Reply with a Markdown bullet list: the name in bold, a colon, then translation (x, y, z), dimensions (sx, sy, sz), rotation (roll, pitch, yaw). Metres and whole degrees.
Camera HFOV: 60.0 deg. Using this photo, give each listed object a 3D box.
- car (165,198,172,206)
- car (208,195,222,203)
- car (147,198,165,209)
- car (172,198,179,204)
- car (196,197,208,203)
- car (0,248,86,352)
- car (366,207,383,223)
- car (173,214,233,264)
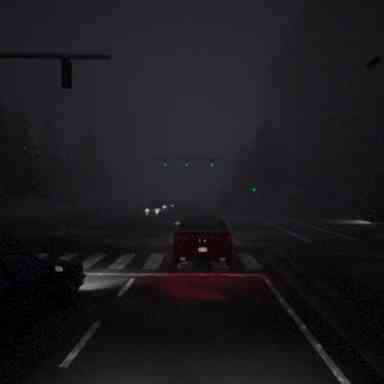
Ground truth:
- **car**: translation (-5.441, 1.849, 61.123), dimensions (1.994, 1.385, 4.181), rotation (0, 0, 3)
- **car**: translation (6.682, 1.624, 79.475), dimensions (2.150, 2.045, 5.566), rotation (0, 0, 31)
- **car**: translation (-5.787, 1.762, 51.251), dimensions (1.812, 1.442, 4.674), rotation (0, 0, 1)
- **car**: translation (-4.185, 1.932, 71.336), dimensions (1.895, 1.301, 4.718), rotation (0, 0, 14)
- **car**: translation (2.794, 1.870, 79.704), dimensions (1.882, 1.535, 5.008), rotation (0, 0, 31)
- **car**: translation (-3.320, 1.565, 4.892), dimensions (2.033, 1.411, 5.357), rotation (0, 0, 2)
- **car**: translation (16.793, 1.788, 27.619), dimensions (4.181, 1.385, 1.994), rotation (0, 0, 2)
- **car**: translation (0.383, 1.538, 12.160), dimensions (1.882, 1.535, 5.008), rotation (0, 0, 2)
